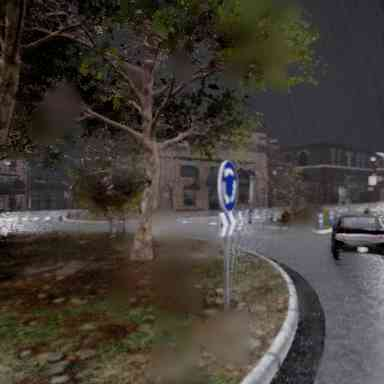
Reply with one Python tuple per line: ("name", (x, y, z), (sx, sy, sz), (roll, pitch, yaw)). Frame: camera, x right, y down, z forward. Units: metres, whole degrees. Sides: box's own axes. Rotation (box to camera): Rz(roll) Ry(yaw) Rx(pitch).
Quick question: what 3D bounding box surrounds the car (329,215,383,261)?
("car", (6.415, 1.637, 12.813), (2.128, 1.511, 4.902), (-1, -1, 24))
